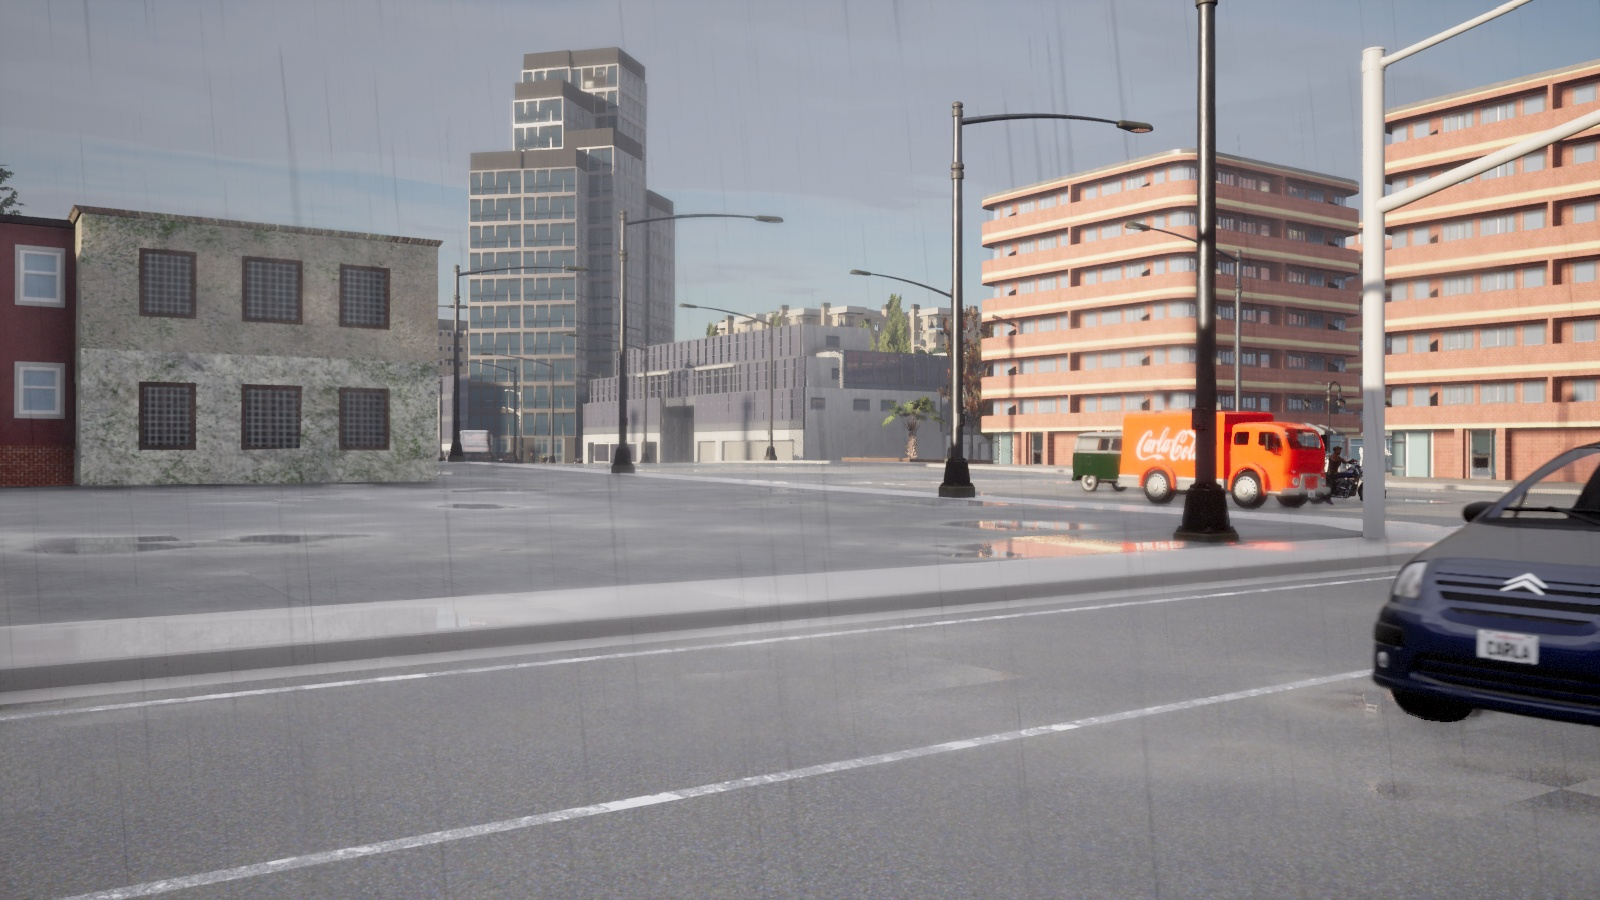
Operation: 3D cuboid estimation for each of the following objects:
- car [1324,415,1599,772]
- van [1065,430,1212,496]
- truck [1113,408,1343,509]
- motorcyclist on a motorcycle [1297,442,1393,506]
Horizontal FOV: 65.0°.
[{"bbox_3d":[5.001,0.650,7.189,3.988,1.617,1.851,0,0,-35],"label":"car"},{"bbox_3d":[10.778,0.355,40.265,1.775,1.987,4.442,0,1,-34],"label":"van"},{"bbox_3d":[11.229,0.181,33.324,2.627,2.467,5.204,0,1,-34],"label":"truck"},{"bbox_3d":[14.804,0.625,34.177,0.766,1.649,2.350,0,1,-35],"label":"motorcyclist on a motorcycle"}]
